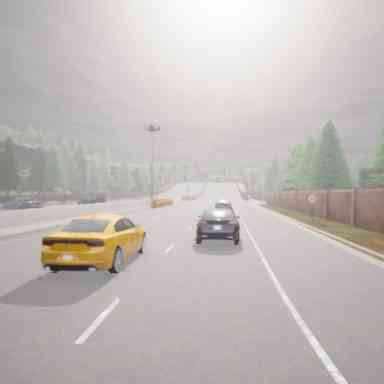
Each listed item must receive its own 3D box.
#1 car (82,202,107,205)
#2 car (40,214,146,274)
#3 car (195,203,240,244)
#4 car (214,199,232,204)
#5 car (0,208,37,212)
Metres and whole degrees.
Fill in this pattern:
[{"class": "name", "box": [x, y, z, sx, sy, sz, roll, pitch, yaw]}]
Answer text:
[{"class": "car", "box": [-13.399, 1.067, 45.299, 2.150, 2.045, 5.566, 1, 0, 6]}, {"class": "car", "box": [-2.806, 1.449, 10.589, 1.882, 1.535, 5.008, 0, 0, 5]}, {"class": "car", "box": [1.284, 1.530, 16.180, 2.163, 1.488, 4.792, 1, 0, 6]}, {"class": "car", "box": [3.426, 1.559, 36.953, 2.128, 1.511, 4.902, 1, 0, 6]}, {"class": "car", "box": [-12.251, 1.409, 23.098, 2.033, 1.411, 5.357, 1, 0, 6]}]
